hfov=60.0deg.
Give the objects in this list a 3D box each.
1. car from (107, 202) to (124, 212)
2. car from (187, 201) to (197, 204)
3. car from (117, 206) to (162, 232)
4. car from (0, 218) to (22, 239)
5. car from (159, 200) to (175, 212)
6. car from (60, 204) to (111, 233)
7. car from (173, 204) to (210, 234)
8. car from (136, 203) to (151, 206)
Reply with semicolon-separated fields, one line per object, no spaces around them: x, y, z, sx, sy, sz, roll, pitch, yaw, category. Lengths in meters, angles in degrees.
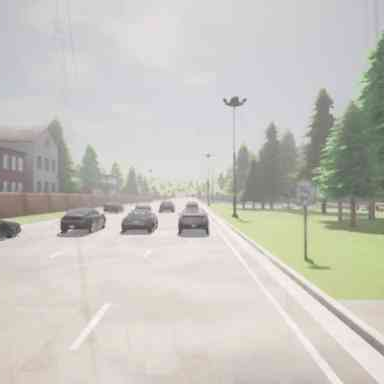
-10.499;2.048;44.783;1.882;1.535;5.008;0;0;0;car
0.029;2.092;48.305;1.882;1.535;5.008;0;-1;1;car
-3.400;1.847;22.188;1.994;1.385;4.181;0;-1;0;car
-10.401;1.753;16.081;2.033;1.411;5.357;0;-1;0;car
-3.477;1.954;47.352;2.097;1.767;4.553;0;-1;0;car
-6.901;1.780;21.514;1.837;1.490;4.892;0;-1;0;car
0.099;1.765;21.445;2.128;1.511;4.902;0;-1;0;car
-6.980;2.209;47.792;1.895;1.301;4.718;0;-1;1;car
